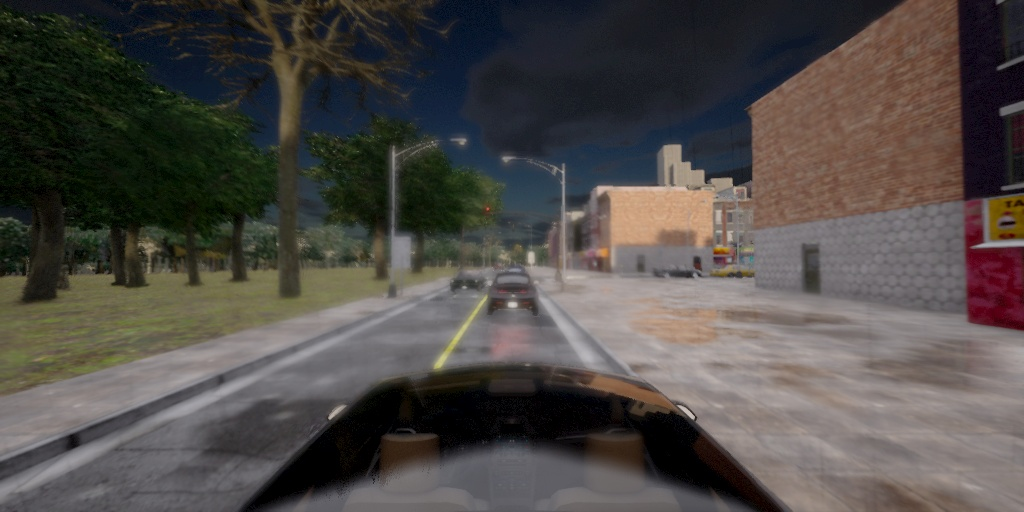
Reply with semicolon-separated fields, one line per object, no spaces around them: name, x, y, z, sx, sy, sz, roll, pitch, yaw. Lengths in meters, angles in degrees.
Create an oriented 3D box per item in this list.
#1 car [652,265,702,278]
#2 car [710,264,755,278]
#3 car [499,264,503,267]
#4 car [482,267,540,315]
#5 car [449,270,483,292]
car;15.470;1.468;33.694;4.403;1.370;2.007;0;0;0
car;21.314;1.399;33.735;4.829;1.417;1.751;0;0;0
car;0.423;1.571;29.135;1.812;1.442;4.674;0;-1;8
car;0.041;1.382;14.292;1.837;1.490;4.892;0;0;0
car;-2.797;1.579;23.346;1.895;1.301;4.718;0;-1;0
